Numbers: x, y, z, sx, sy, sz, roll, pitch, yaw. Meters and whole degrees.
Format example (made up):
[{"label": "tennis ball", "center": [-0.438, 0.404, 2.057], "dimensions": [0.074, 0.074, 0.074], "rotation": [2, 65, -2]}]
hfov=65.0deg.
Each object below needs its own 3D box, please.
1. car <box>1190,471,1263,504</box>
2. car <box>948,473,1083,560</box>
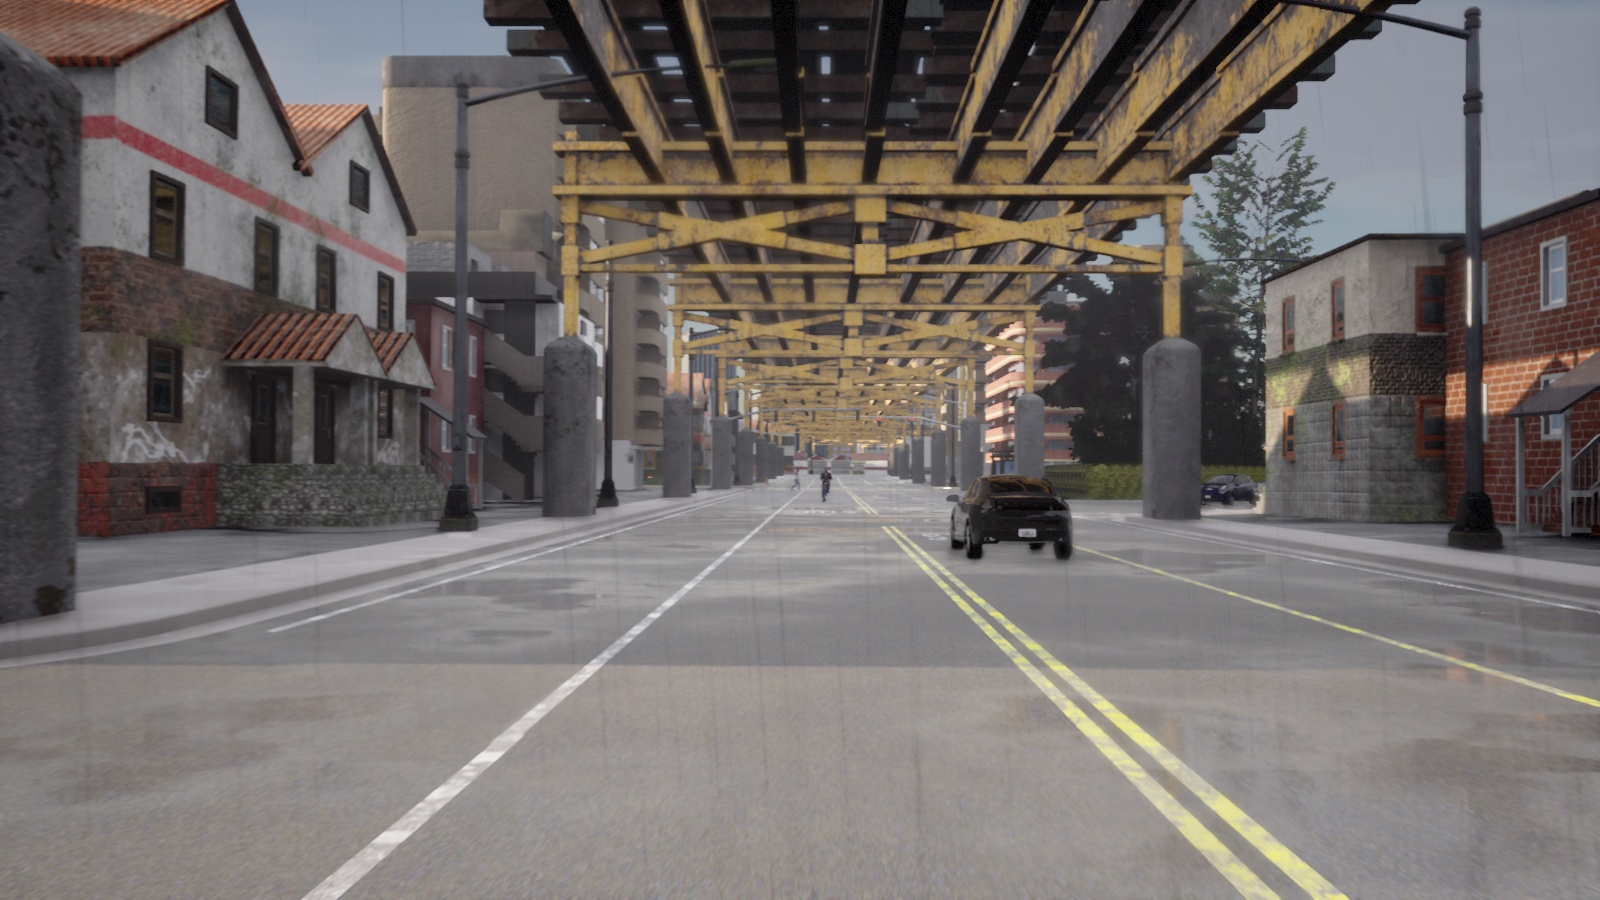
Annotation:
[{"label": "car", "center": [20.519, 1.773, 60.329], "dimensions": [3.633, 1.501, 1.845], "rotation": [1, -1, -44]}, {"label": "car", "center": [4.004, 1.209, 24.127], "dimensions": [1.837, 1.490, 4.892], "rotation": [0, -1, 1]}]
